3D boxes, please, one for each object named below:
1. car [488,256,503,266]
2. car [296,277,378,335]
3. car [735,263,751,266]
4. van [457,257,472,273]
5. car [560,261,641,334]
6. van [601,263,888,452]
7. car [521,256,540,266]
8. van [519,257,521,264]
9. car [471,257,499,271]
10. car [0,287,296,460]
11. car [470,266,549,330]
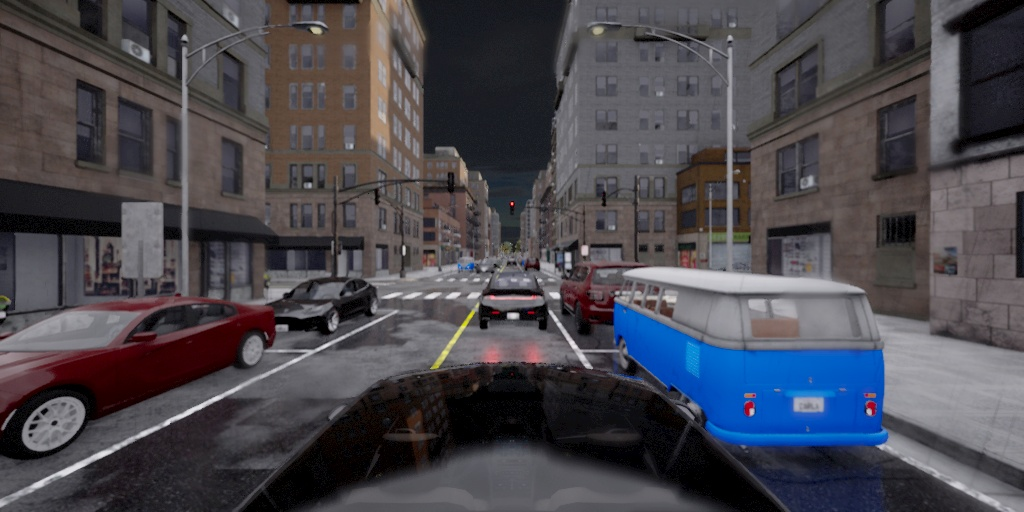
[{"bbox_3d":[-2.869,1.049,54.298,2.097,1.767,4.553,0,0,0],"label":"car"},{"bbox_3d":[-5.389,1.308,10.542,1.948,1.339,4.313,0,0,0],"label":"car"},{"bbox_3d":[15.921,1.215,25.432,4.181,1.385,1.994,0,0,0],"label":"car"},{"bbox_3d":[-5.432,1.050,42.506,1.690,1.789,3.998,0,0,0],"label":"van"},{"bbox_3d":[2.636,1.057,10.548,2.192,1.841,5.009,0,0,0],"label":"car"},{"bbox_3d":[2.640,1.088,5.036,1.690,1.789,3.998,0,0,0],"label":"van"},{"bbox_3d":[2.677,1.018,47.919,2.192,1.841,5.009,0,0,0],"label":"car"},{"bbox_3d":[2.650,1.026,64.138,1.690,1.789,3.998,0,0,0],"label":"van"},{"bbox_3d":[-2.869,1.204,39.252,2.128,1.511,4.902,0,0,0],"label":"car"},{"bbox_3d":[-5.385,1.292,5.031,1.888,1.381,4.507,0,0,0],"label":"car"},{"bbox_3d":[0.044,1.233,11.085,2.128,1.511,4.902,0,0,0],"label":"car"}]
